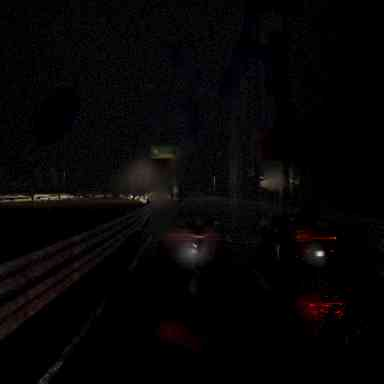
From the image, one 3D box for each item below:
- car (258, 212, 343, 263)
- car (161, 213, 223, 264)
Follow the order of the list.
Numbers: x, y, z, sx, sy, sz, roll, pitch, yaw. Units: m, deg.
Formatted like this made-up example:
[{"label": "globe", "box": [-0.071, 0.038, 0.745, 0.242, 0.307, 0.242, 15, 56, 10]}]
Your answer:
[{"label": "car", "box": [3.595, 1.481, 11.777, 1.837, 1.490, 4.892, 0, 0, 0]}, {"label": "car", "box": [-0.042, 1.467, 11.653, 2.128, 1.511, 4.902, 0, 0, -1]}]
